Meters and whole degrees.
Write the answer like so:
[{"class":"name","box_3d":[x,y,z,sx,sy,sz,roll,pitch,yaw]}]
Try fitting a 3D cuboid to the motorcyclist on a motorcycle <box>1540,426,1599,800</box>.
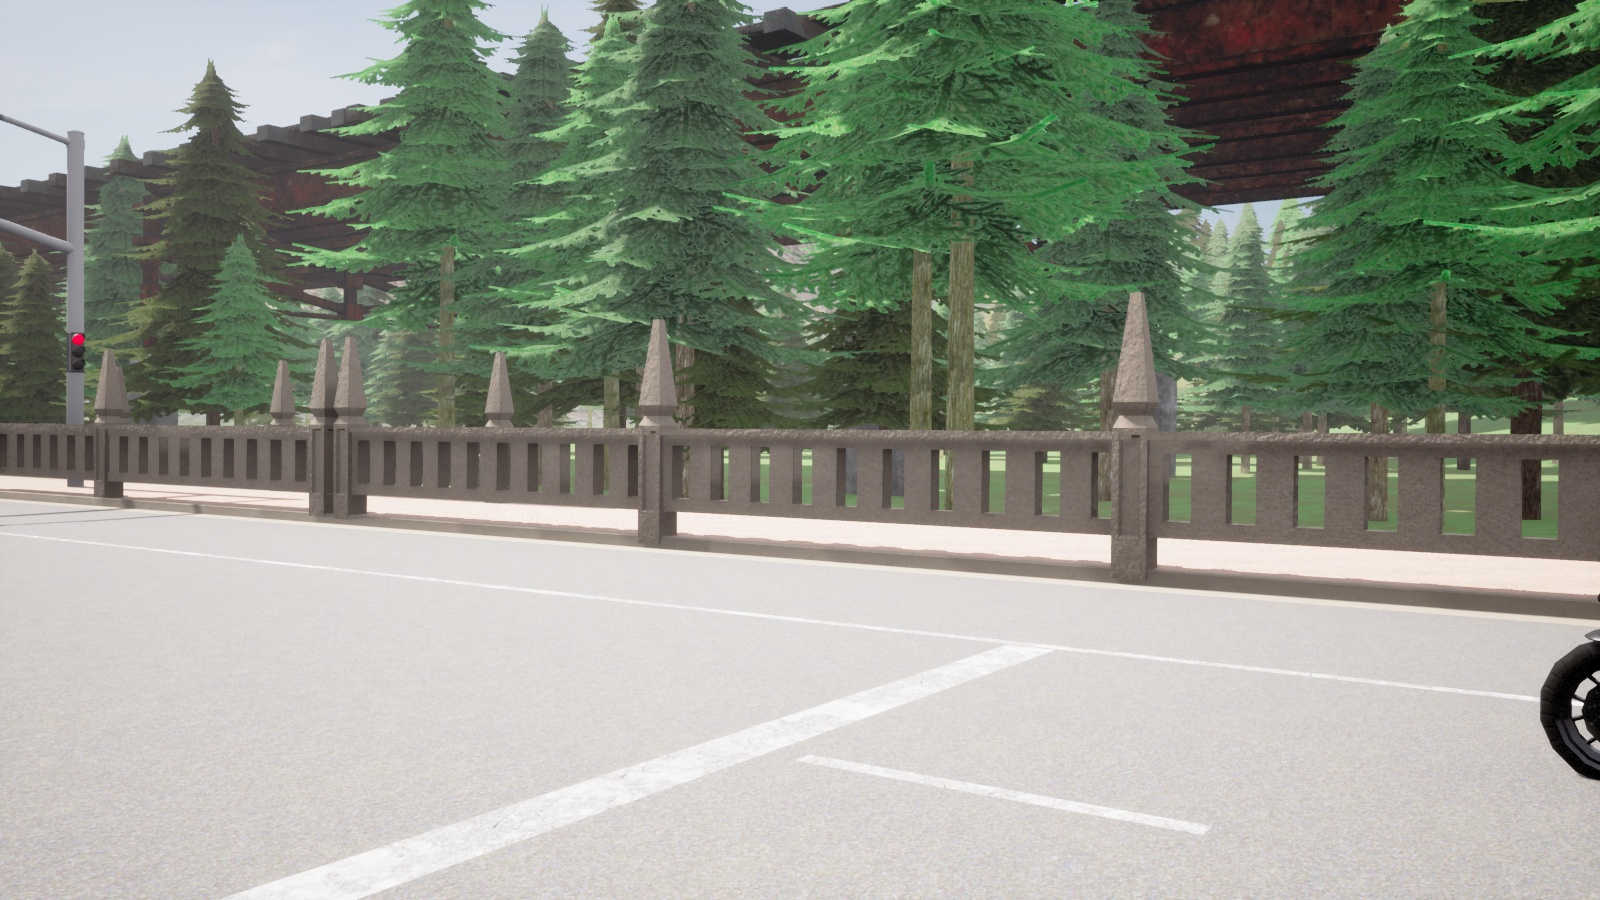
[{"class":"motorcyclist on a motorcycle","box_3d":[4.247,0.660,5.004,2.191,1.530,0.866,0,1,34]}]
